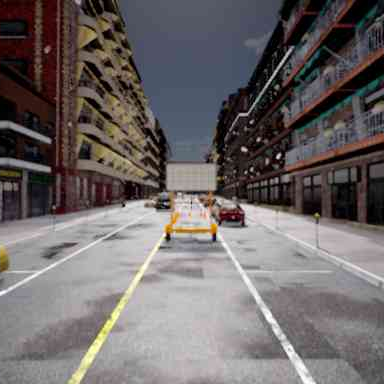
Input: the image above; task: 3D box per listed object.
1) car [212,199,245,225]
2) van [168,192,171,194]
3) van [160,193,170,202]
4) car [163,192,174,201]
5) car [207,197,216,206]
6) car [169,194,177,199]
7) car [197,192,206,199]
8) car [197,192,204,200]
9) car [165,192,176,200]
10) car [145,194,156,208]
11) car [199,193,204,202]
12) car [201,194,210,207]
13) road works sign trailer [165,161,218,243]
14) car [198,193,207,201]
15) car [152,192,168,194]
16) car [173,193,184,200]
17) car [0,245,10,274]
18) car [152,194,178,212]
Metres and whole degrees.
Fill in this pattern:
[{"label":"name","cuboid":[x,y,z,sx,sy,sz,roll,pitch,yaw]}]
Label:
[{"label":"car","cuboid":[2.558,1.425,22.847,1.887,1.381,4.507,1,0,0]},{"label":"van","cuboid":[-5.365,1.079,61.612,1.690,1.788,3.998,2,0,0]},{"label":"van","cuboid":[-5.372,1.066,67.144,1.690,1.788,3.998,1,0,0]},{"label":"car","cuboid":[-5.385,1.018,78.205,2.192,1.841,5.009,1,0,0]},{"label":"car","cuboid":[2.551,1.380,28.549,1.752,1.417,4.829,1,0,0]},{"label":"car","cuboid":[-5.412,1.245,94.798,1.947,1.339,4.313,1,0,0]},{"label":"car","cuboid":[2.447,1.001,89.216,2.192,1.841,5.009,1,0,0]},{"label":"car","cuboid":[2.503,1.270,67.093,1.887,1.381,4.507,1,0,0]},{"label":"car","cuboid":[-5.392,1.008,83.734,2.192,1.841,5.009,1,0,0]},{"label":"car","cuboid":[-5.349,1.317,44.853,1.752,1.417,4.829,2,0,0]},{"label":"car","cuboid":[2.523,1.323,50.501,2.008,1.369,4.403,1,0,0]},{"label":"car","cuboid":[2.530,1.337,44.969,1.887,1.381,4.507,1,0,0]},{"label":"road works sign trailer","cuboid":[-0.028,0.379,15.525,2.380,3.560,2.880,0,0,0]},{"label":"car","cuboid":[2.500,1.143,78.154,1.967,1.590,4.097,1,0,0]},{"label":"car","cuboid":[-5.350,1.087,50.553,2.192,1.841,5.009,2,0,0]},{"label":"car","cuboid":[-2.842,0.985,76.589,2.128,1.511,4.902,0,0,0]},{"label":"car","cuboid":[-5.300,1.489,6.146,1.752,1.417,4.829,2,0,0]},{"label":"car","cuboid":[-2.889,1.328,36.166,1.837,1.490,4.892,0,0,0]}]
